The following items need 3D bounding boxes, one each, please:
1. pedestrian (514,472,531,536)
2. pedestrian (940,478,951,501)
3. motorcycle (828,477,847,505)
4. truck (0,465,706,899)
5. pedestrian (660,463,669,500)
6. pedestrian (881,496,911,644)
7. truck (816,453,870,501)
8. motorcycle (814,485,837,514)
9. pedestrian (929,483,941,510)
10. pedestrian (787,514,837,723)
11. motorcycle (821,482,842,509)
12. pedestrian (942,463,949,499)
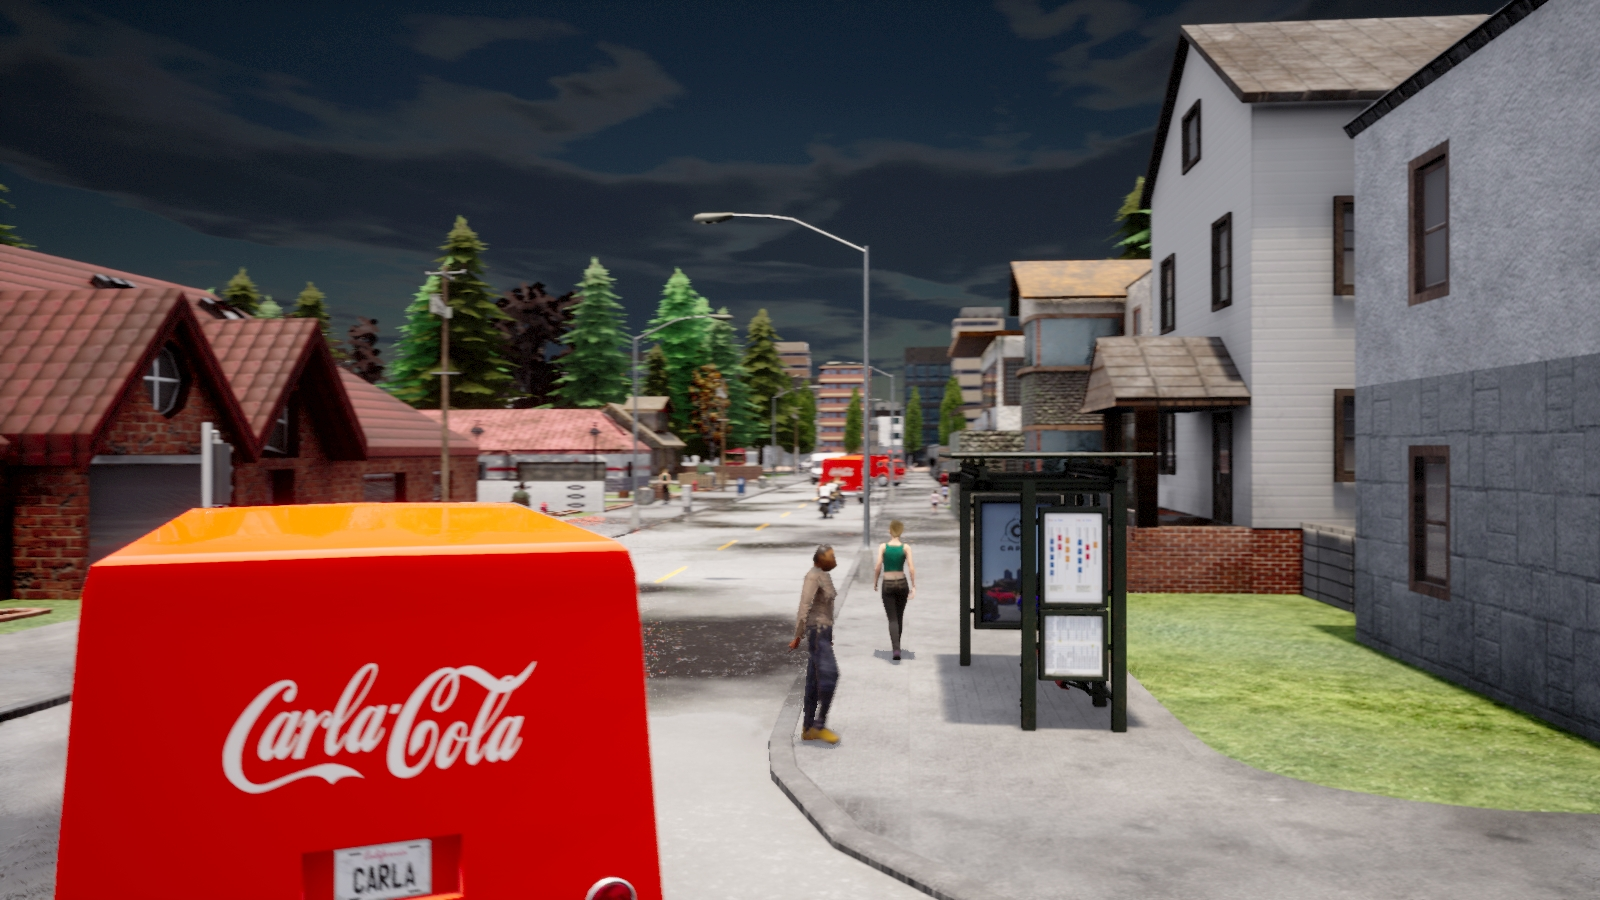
[{"bbox_3d":[-8.122,1.575,33.444,0.375,1.860,0.375,0,0,5],"label":"pedestrian"},{"bbox_3d":[7.243,1.957,56.808,0.500,1.100,0.500,0,0,8],"label":"pedestrian"},{"bbox_3d":[1.858,2.010,55.997,0.764,1.277,2.356,0,0,5],"label":"motorcycle"},{"bbox_3d":[-2.617,1.361,6.884,2.627,2.467,5.204,0,0,-22],"label":"truck"},{"bbox_3d":[-6.791,1.599,57.430,0.375,1.860,0.375,0,0,6],"label":"pedestrian"},{"bbox_3d":[1.240,1.532,14.738,0.375,1.860,0.375,0,0,4],"label":"pedestrian"},{"bbox_3d":[2.394,1.414,61.684,2.627,2.467,5.204,0,0,5],"label":"truck"},{"bbox_3d":[1.065,2.045,47.582,0.803,1.145,2.033,0,0,5],"label":"motorcycle"},{"bbox_3d":[5.635,1.948,47.734,0.500,1.100,0.500,0,0,7],"label":"pedestrian"},{"bbox_3d":[0.111,1.529,10.535,0.375,1.860,0.375,0,0,15],"label":"pedestrian"},{"bbox_3d":[1.448,2.049,51.680,0.803,1.145,2.033,0,0,5],"label":"motorcycle"},{"bbox_3d":[7.407,1.577,58.156,0.375,1.860,0.375,0,0,7],"label":"pedestrian"}]
